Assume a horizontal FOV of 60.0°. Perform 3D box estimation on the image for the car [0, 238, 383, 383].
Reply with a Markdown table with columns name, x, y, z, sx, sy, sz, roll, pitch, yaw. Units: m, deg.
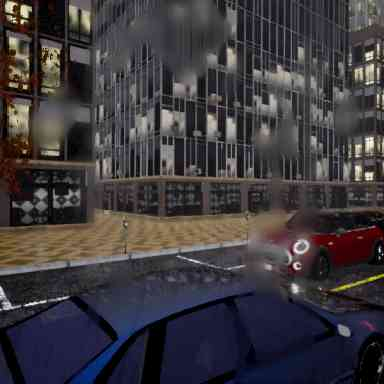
| name | x | y | z | sx | sy | sz | roll | pitch | yaw |
| --- | --- | --- | --- | --- | --- | --- | --- | --- | --- |
| car | 0.100 | 1.547 | 3.378 | 5.357 | 1.411 | 2.033 | 0 | 0 | -36 |

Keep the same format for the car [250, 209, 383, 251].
| name | x | y | z | sx | sy | sz | roll | pitch | yaw |
| --- | --- | --- | --- | --- | --- | --- | --- | --- | --- |
| car | 3.763 | 1.351 | 9.926 | 4.553 | 1.767 | 2.097 | 0 | 0 | -36 |
